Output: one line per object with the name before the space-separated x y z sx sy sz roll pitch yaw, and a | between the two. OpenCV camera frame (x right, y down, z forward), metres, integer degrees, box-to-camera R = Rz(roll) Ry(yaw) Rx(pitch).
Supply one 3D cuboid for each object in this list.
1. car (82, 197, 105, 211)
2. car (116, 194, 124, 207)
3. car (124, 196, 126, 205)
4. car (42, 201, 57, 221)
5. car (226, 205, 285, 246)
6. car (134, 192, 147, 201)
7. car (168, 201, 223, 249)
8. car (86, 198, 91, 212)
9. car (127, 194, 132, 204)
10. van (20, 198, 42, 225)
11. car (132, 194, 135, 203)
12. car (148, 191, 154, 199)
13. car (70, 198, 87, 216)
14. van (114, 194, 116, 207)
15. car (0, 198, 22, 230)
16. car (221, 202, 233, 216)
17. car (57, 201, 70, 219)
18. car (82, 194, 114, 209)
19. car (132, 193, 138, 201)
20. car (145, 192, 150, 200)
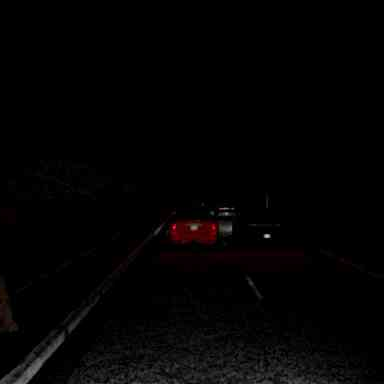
car | -13.895 1.718 42.350 4.674 1.452 2.002 -1 1 -20
car | -13.879 1.377 51.316 5.566 2.045 2.435 -1 0 -20
car | -13.895 1.611 54.286 4.892 1.521 2.231 -1 1 -20
car | -13.891 1.724 27.424 4.674 1.452 2.002 -1 0 -20
car | 3.084 1.611 16.064 2.128 1.511 4.902 0 0 0
car | -13.880 1.490 78.257 4.792 1.488 2.163 -1 0 -20
car | 0.083 1.464 15.318 2.097 1.767 4.553 0 -1 0
car | -13.870 1.724 36.393 4.792 1.488 2.163 -1 0 -20
car | -13.875 1.447 60.259 4.553 1.767 2.185 -1 1 -20
van | -13.790 1.446 24.492 4.442 1.987 1.878 -1 -1 -20
car | -13.898 1.594 63.233 4.674 1.452 2.002 -1 1 -20
car | -13.886 1.118 90.270 5.566 2.045 2.435 -1 0 -20
car | -13.725 1.691 33.465 5.366 1.575 1.946 -1 0 -20
van | -13.795 1.420 48.363 4.442 1.987 1.878 -1 0 -20
car | -13.867 1.528 21.465 4.553 1.767 2.185 -1 0 -20
car | 3.072 1.693 31.758 2.128 1.511 4.902 0 0 0
car | -13.923 1.725 30.396 4.792 1.488 2.163 -1 0 -20
car | -13.929 1.414 45.319 5.566 2.045 2.435 -1 1 -20
car | -13.878 1.564 66.251 4.792 1.488 2.163 -1 0 -20
car | -14.079 1.420 84.180 5.366 1.575 1.946 -1 1 -20
